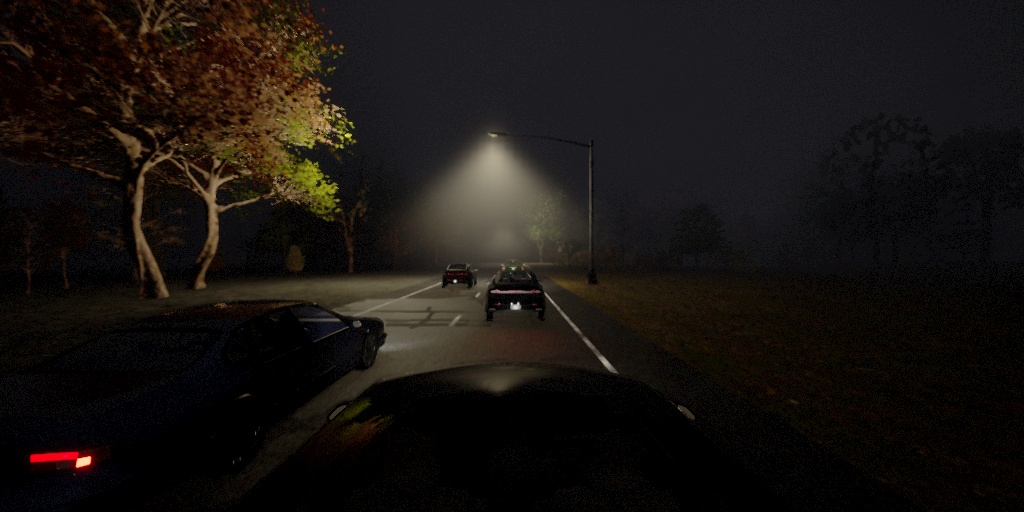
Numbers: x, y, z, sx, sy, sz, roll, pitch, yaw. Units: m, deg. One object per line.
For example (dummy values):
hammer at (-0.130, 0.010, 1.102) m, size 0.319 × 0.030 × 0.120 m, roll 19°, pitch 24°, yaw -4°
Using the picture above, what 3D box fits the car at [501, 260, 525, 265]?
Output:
car at (0.111, 1.099, 31.654) m, size 2.097 × 1.767 × 4.553 m, roll 0°, pitch 0°, yaw 0°

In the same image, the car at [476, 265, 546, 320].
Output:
car at (0.105, 1.240, 12.602) m, size 2.128 × 1.511 × 4.902 m, roll 0°, pitch 0°, yaw 0°

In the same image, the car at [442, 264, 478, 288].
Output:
car at (-3.390, 1.252, 23.802) m, size 1.837 × 1.490 × 4.892 m, roll 0°, pitch 0°, yaw 0°

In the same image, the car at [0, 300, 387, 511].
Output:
car at (-3.398, 1.297, 4.675) m, size 2.033 × 1.411 × 5.357 m, roll 0°, pitch 0°, yaw 0°
